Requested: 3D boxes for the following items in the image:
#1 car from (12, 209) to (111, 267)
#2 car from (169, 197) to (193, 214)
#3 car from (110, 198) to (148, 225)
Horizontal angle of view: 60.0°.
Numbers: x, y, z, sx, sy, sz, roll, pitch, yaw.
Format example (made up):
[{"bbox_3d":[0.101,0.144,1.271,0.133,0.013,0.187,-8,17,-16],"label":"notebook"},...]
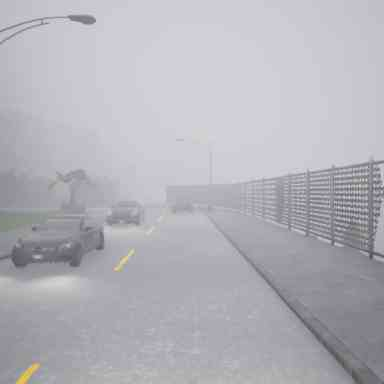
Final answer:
[{"bbox_3d":[-4.331,1.528,11.552,1.812,1.442,4.674,0,0,-1],"label":"car"},{"bbox_3d":[-1.249,1.359,36.277,2.097,1.767,4.553,0,0,-10],"label":"car"},{"bbox_3d":[-4.603,1.356,23.658,2.097,1.767,4.553,0,0,-1],"label":"car"}]
